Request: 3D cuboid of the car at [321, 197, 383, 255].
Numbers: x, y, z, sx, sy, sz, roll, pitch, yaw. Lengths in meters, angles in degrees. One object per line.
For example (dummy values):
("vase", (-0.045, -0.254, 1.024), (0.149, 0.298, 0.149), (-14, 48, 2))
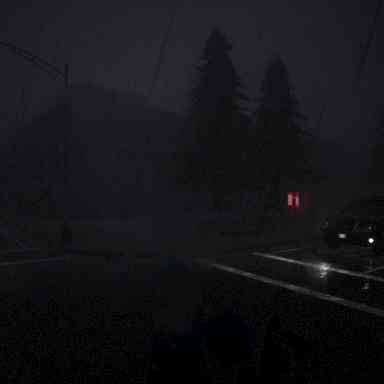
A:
("car", (7.682, 1.248, 13.754), (5.566, 2.045, 2.150), (0, 0, -37))
